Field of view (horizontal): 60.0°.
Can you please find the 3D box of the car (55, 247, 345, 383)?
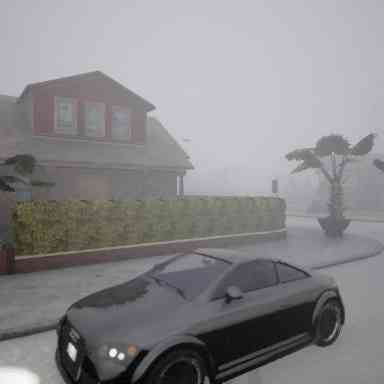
[{"bbox_3d":[0.317,1.564,4.793,4.181,1.385,1.994,0,0,-35],"label":"car"}]
